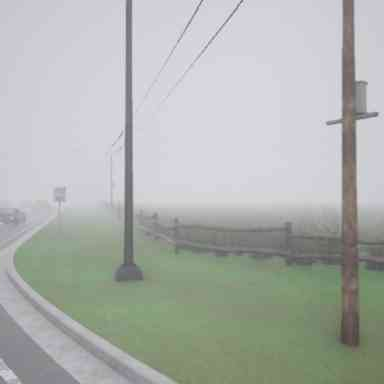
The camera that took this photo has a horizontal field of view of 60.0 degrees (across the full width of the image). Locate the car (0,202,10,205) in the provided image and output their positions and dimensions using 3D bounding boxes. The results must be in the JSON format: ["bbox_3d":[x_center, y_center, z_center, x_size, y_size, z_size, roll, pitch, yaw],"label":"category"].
[{"bbox_3d":[-20.710,1.995,34.460,1.895,1.301,4.718,0,-1,-18],"label":"car"}]

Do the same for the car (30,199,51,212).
[{"bbox_3d":[-21.493,1.893,47.838,2.097,1.767,4.553,0,-1,-18],"label":"car"}]

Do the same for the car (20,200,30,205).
[{"bbox_3d":[-28.368,2.156,57.360,1.837,1.490,4.892,0,-1,-18],"label":"car"}]

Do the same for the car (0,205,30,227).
[{"bbox_3d":[-13.973,1.891,25.352,1.895,1.301,4.718,0,-1,-18],"label":"car"}]

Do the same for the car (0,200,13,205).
[{"bbox_3d":[-31.669,2.118,56.194,1.882,1.535,5.008,0,-1,-18],"label":"car"}]
